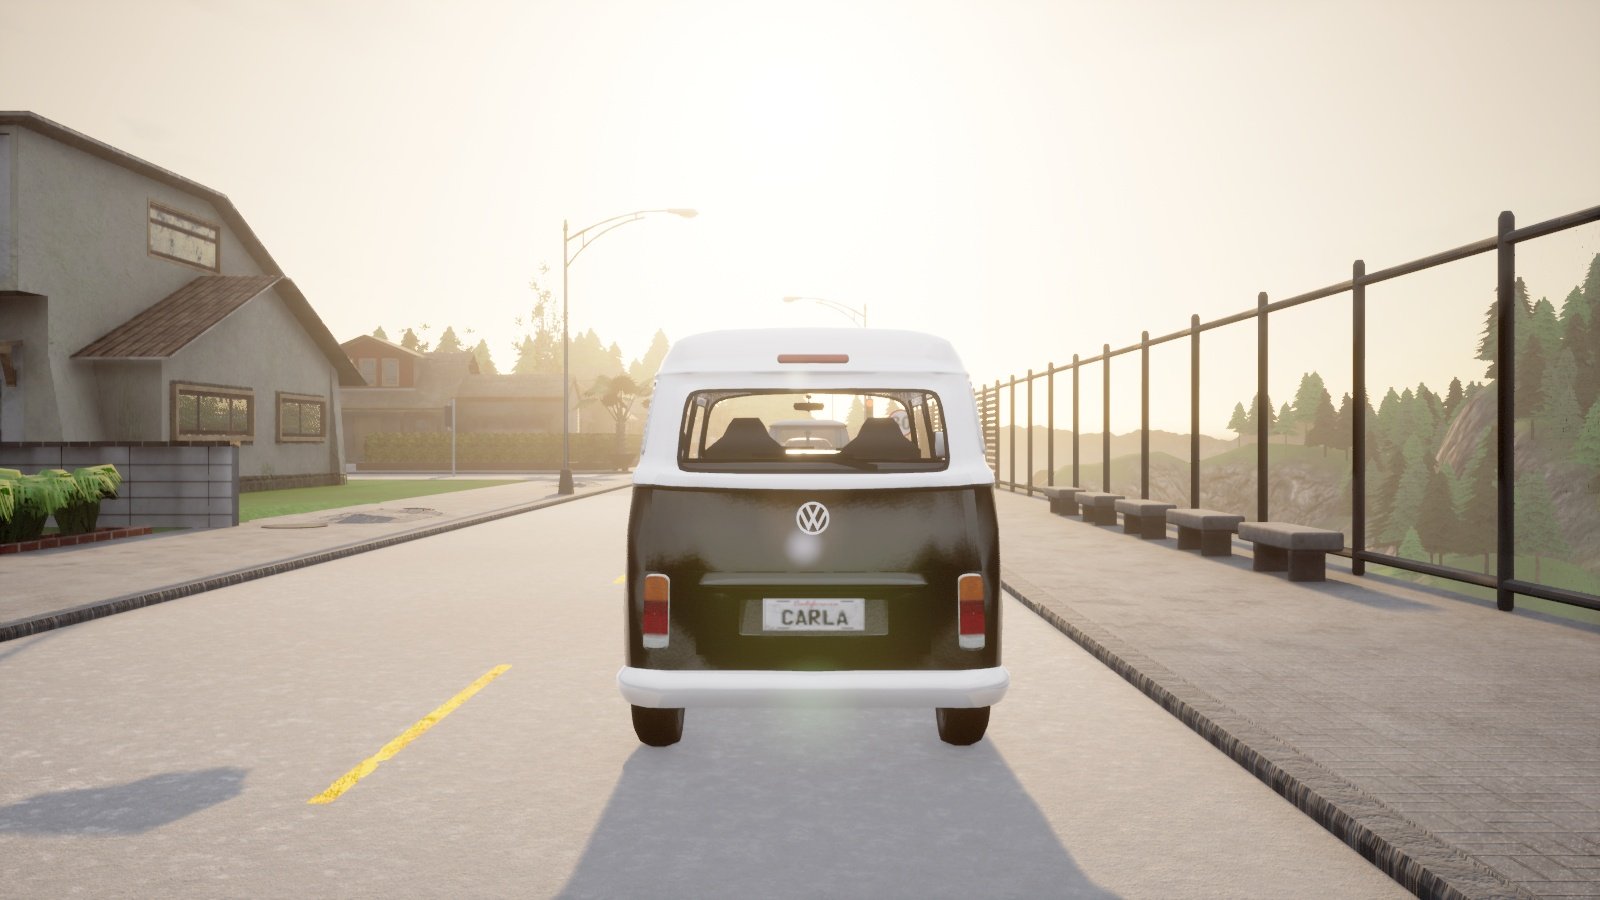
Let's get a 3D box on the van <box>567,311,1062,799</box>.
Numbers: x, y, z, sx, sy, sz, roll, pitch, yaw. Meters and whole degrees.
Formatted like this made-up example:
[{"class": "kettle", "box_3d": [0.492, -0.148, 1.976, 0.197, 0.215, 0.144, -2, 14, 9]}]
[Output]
[{"class": "van", "box_3d": [0.062, 0.428, 7.496, 2.069, 2.038, 4.480, 0, 0, 0]}]
